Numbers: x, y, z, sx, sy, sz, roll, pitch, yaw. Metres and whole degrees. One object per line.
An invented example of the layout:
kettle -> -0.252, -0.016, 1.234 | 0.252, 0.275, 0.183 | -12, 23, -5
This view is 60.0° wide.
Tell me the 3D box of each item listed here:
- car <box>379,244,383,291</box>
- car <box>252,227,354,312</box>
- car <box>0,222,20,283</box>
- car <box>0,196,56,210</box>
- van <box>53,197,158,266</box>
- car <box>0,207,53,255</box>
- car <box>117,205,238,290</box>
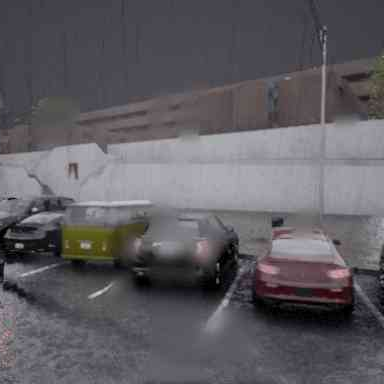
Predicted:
car -> 4.902, 1.520, 5.955 | 2.163, 1.488, 4.792 | 1, -1, 15
car -> 2.456, 1.528, 7.725 | 2.002, 1.452, 4.674 | 0, -1, 15
car -> -6.289, 1.496, 7.864 | 4.892, 1.490, 1.837 | 0, 0, 36
car -> -7.254, 1.226, 14.630 | 2.435, 2.045, 5.566 | 1, -1, 15
van -> -2.367, 1.258, 11.308 | 1.878, 1.987, 4.442 | 0, -1, 15
car -> -4.829, 1.481, 12.919 | 2.231, 1.521, 4.892 | 0, -1, 15
car -> 0.023, 1.359, 9.432 | 2.185, 1.767, 4.553 | 0, -1, 15
